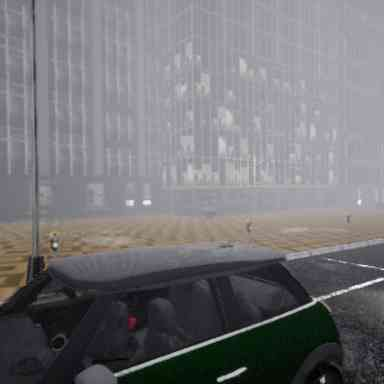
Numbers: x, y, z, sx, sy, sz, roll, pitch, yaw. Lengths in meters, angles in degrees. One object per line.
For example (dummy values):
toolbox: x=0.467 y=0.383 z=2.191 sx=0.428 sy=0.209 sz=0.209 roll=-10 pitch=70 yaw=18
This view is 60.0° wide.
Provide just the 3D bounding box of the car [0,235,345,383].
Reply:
car: x=-0.733 y=1.356 z=2.853 sx=4.553 sy=1.767 sz=2.097 roll=0 pitch=0 yaw=-36
